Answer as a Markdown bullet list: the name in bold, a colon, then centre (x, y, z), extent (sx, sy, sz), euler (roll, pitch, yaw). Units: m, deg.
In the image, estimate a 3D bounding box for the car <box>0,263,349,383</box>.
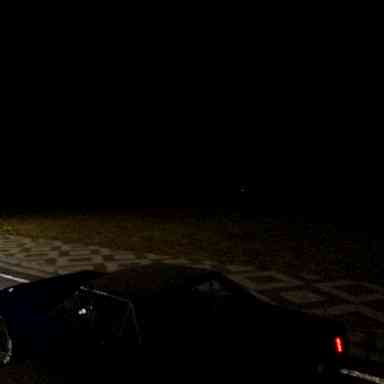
- **car**: centre (-0.743, 1.627, 4.215), extent (4.718, 1.301, 1.895), euler (-1, 0, 35)
